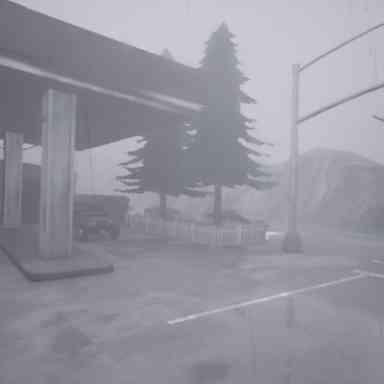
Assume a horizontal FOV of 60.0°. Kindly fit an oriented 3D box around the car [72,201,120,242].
[{"bbox_3d":[-5.386,1.466,17.670,1.905,1.878,3.866,2,0,-36],"label":"car"}]

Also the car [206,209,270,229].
[{"bbox_3d":[3.185,1.953,24.459,2.033,1.411,5.357,2,0,-35],"label":"car"}]

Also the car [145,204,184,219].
[{"bbox_3d":[-2.763,1.917,32.856,1.895,1.301,4.718,2,0,-35],"label":"car"}]

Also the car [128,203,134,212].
[{"bbox_3d":[-8.777,1.790,41.379,1.994,1.385,4.181,2,-1,-35],"label":"car"}]
